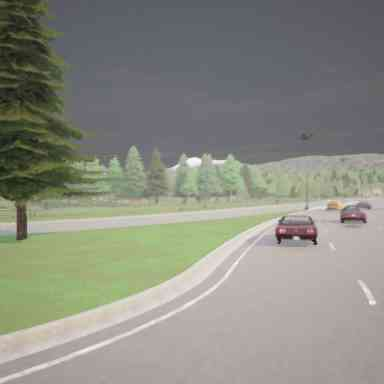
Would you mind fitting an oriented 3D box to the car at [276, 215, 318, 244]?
[{"bbox_3d":[5.471,1.837,17.254,1.895,1.301,4.718,-1,-1,19],"label":"car"}]

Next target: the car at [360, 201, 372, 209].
[{"bbox_3d":[27.203,2.104,52.588,1.994,1.385,4.181,-2,-1,33],"label":"car"}]

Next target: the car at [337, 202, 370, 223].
[{"bbox_3d":[14.036,1.881,29.010,1.994,1.385,4.181,-1,-1,25],"label":"car"}]

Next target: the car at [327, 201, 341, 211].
[{"bbox_3d":[21.951,2.067,50.847,1.882,1.535,5.008,-2,-1,33],"label":"car"}]
